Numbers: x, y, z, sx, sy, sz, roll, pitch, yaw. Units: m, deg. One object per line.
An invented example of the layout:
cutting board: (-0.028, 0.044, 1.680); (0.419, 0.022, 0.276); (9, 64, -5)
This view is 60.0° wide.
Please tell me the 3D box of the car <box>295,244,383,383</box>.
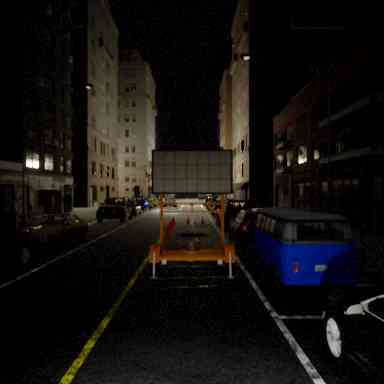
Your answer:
car: (2.669, 1.549, 3.048); (2.008, 1.369, 4.403); (0, 0, 0)

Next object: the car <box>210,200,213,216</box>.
car: (2.682, 1.551, 25.726); (1.947, 1.339, 4.313); (0, 0, 0)

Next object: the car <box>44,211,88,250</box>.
car: (-5.851, 1.518, 14.212); (1.752, 1.417, 4.829); (0, 0, 0)

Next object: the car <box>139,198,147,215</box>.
car: (-5.840, 1.532, 31.386); (2.008, 1.369, 4.403); (0, 0, 0)

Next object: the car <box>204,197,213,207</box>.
car: (2.689, 1.529, 37.063); (2.008, 1.369, 4.403); (0, 0, 0)

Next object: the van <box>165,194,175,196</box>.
van: (-5.810, 1.248, 81.256); (1.690, 1.788, 3.998); (0, 0, 0)

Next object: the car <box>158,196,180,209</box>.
car: (-3.048, 1.569, 45.334); (1.895, 1.301, 4.718); (0, 0, 0)

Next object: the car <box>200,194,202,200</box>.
car: (2.699, 1.478, 54.243); (1.752, 1.417, 4.829); (0, 0, 0)

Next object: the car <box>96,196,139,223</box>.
car: (-5.844, 1.300, 25.719); (2.192, 1.841, 5.009); (0, 0, 0)

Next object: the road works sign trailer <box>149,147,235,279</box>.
road works sign trailer: (0.005, 0.459, 10.029); (2.380, 3.560, 2.880); (0, 0, 0)

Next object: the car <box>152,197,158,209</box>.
car: (-5.833, 1.497, 42.554); (1.752, 1.417, 4.829); (0, 0, 0)

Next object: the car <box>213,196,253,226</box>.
car: (2.678, 1.304, 20.056); (2.192, 1.841, 5.009); (0, 0, 0)

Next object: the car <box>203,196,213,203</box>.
car: (2.692, 1.554, 42.733); (1.802, 1.307, 4.206); (0, 0, 0)

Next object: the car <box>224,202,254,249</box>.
car: (2.675, 1.432, 14.387); (1.967, 1.590, 4.097); (0, 0, 0)

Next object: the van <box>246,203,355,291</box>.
van: (2.672, 1.337, 8.718); (1.690, 1.788, 3.998); (0, 0, 0)

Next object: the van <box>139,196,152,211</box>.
van: (-5.837, 1.319, 37.055); (1.690, 1.788, 3.998); (0, 0, 0)

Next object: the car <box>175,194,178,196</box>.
car: (-5.803, 1.198, 92.428); (2.192, 1.841, 5.009); (0, 0, 0)

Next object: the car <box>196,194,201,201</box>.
car: (2.716, 1.347, 81.268); (1.967, 1.590, 4.097); (0, 0, 0)

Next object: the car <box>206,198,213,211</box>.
car: (2.685, 1.547, 31.395); (1.947, 1.339, 4.313); (0, 0, 0)

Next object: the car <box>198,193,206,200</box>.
car: (2.722, 1.198, 92.438); (2.192, 1.841, 5.009); (0, 0, 0)

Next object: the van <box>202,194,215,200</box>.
van: (2.696, 1.304, 48.403); (1.690, 1.788, 3.998); (0, 0, 0)

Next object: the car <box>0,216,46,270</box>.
car: (-5.854, 1.540, 8.713); (1.887, 1.381, 4.507); (0, 0, 0)
